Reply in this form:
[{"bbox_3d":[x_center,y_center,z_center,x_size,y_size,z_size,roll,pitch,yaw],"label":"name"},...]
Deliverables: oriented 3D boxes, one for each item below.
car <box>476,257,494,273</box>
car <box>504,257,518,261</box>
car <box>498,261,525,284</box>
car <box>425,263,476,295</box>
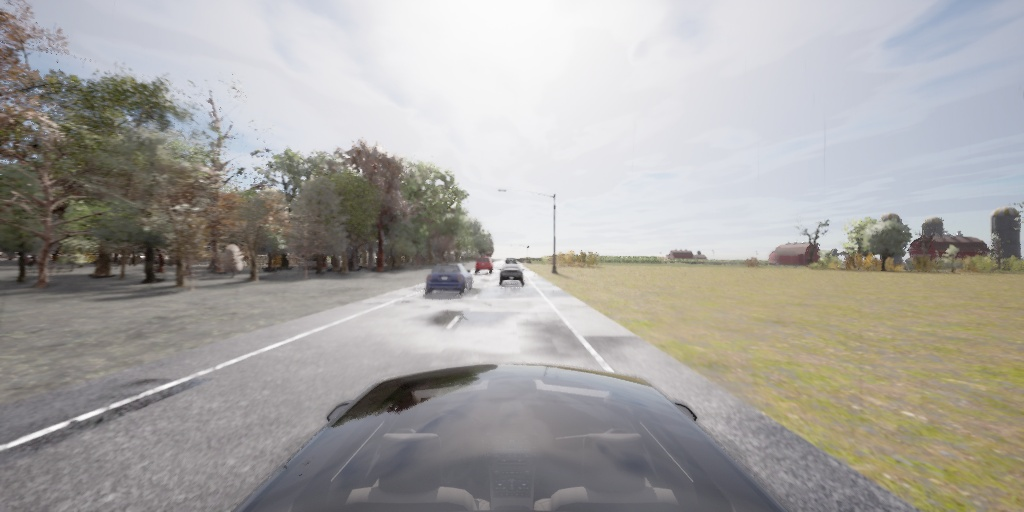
[{"bbox_3d":[-3.647,1.186,47.800,2.150,2.045,5.566,0,-1,0],"label":"car"},{"bbox_3d":[-0.226,1.275,62.173,2.150,2.045,5.566,0,0,0],"label":"car"},{"bbox_3d":[-0.045,1.397,28.654,1.837,1.490,4.892,0,-1,0],"label":"car"},{"bbox_3d":[-3.501,1.186,20.682,2.097,1.767,4.553,0,0,0],"label":"car"}]
